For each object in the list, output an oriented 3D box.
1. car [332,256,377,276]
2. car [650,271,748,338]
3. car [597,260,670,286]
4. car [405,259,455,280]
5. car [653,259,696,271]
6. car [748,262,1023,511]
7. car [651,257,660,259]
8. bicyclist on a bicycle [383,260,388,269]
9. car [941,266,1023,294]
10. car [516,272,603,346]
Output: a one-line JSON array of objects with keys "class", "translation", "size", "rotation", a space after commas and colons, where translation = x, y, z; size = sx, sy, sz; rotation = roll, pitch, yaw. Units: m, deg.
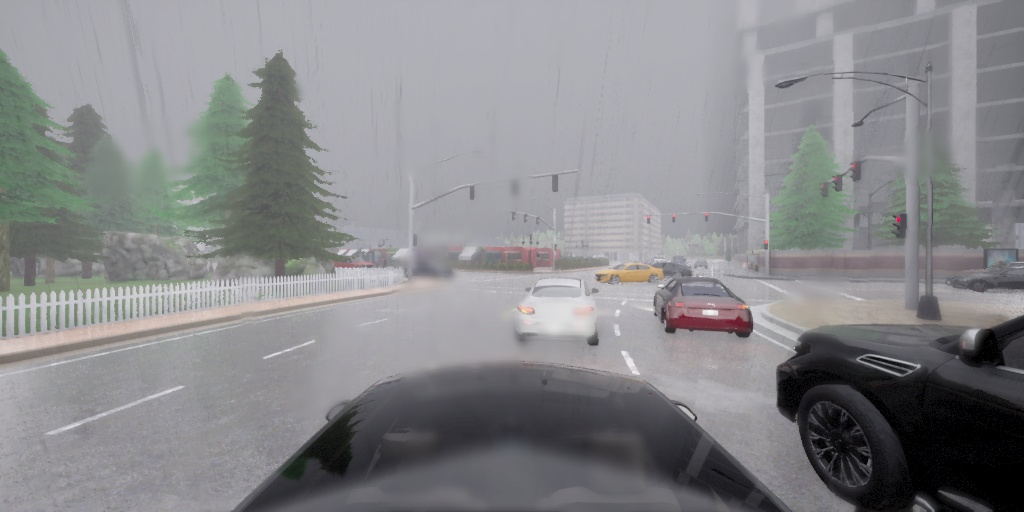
[{"class": "car", "translation": [-16.568, 1.027, 37.247], "size": [5.566, 2.045, 2.150], "rotation": [0, 0, 29]}, {"class": "car", "translation": [5.307, 1.314, 10.435], "size": [1.994, 1.385, 4.181], "rotation": [0, 0, 17]}, {"class": "car", "translation": [8.346, 1.263, 25.755], "size": [5.008, 1.535, 1.882], "rotation": [0, -1, -14]}, {"class": "car", "translation": [-7.286, 1.157, 31.969], "size": [4.553, 1.767, 2.097], "rotation": [0, 0, 30]}, {"class": "car", "translation": [13.577, 1.304, 32.412], "size": [4.892, 1.490, 1.837], "rotation": [0, 0, 30]}, {"class": "car", "translation": [3.737, 0.971, 1.208], "size": [2.150, 2.045, 5.566], "rotation": [0, 0, 0]}, {"class": "car", "translation": [22.155, 1.297, 57.681], "size": [2.033, 1.411, 5.357], "rotation": [0, 0, 30]}, {"class": "bicyclist on a bicycle", "translation": [-15.686, 1.258, 44.313], "size": [0.582, 1.620, 1.656], "rotation": [0, 0, -22]}, {"class": "car", "translation": [28.020, 1.332, 20.147], "size": [4.674, 1.442, 1.812], "rotation": [-1, 0, 29]}, {"class": "car", "translation": [1.285, 1.276, 9.432], "size": [1.812, 1.442, 4.674], "rotation": [0, 0, 11]}]
